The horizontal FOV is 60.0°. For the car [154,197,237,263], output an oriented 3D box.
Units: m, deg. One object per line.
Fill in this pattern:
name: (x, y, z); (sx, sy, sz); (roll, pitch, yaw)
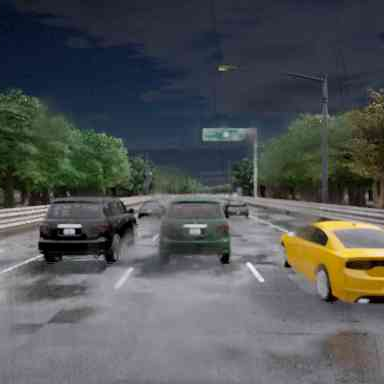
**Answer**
car: (0.094, 1.186, 11.955); (2.150, 2.045, 5.566); (0, 0, 0)

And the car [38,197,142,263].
car: (-3.408, 1.186, 11.930); (2.150, 2.045, 5.566); (0, 0, 0)

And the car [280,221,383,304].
car: (3.582, 1.452, 8.180); (1.882, 1.535, 5.008); (0, 0, 0)

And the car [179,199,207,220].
car: (0.091, 1.416, 28.195); (2.128, 1.511, 4.902); (0, 0, 0)

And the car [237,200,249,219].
car: (3.592, 1.416, 28.180); (2.128, 1.511, 4.902); (0, 0, 0)

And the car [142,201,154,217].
car: (-3.408, 1.488, 28.655); (1.994, 1.385, 4.181); (0, 0, 0)
